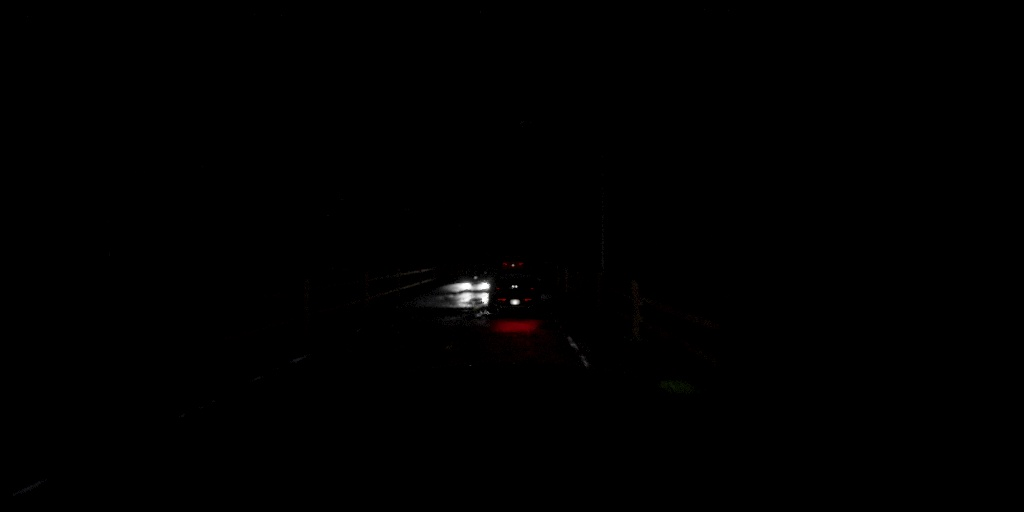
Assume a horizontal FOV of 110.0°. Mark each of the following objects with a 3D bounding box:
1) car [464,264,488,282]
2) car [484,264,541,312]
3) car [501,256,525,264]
[{"bbox_3d":[-2.746,1.351,29.403,1.895,1.301,4.718,0,0,0],"label":"car"},{"bbox_3d":[0.101,1.253,14.136,1.837,1.490,4.892,0,0,0],"label":"car"},{"bbox_3d":[0.105,0.974,36.863,2.150,2.045,5.566,0,0,0],"label":"car"}]
